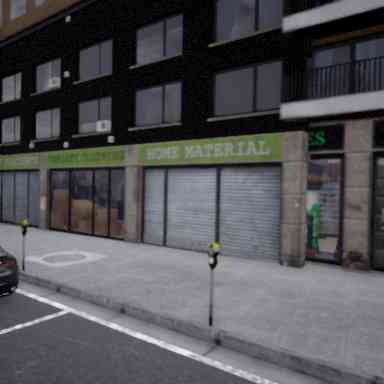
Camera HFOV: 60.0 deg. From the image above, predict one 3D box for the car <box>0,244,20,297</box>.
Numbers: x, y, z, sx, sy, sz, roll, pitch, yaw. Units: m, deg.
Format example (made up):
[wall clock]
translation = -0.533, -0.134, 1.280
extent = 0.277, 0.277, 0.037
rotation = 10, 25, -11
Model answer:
[car]
translation = -5.289, 1.432, 6.930
extent = 4.403, 1.369, 2.008
rotation = 1, 1, 36
